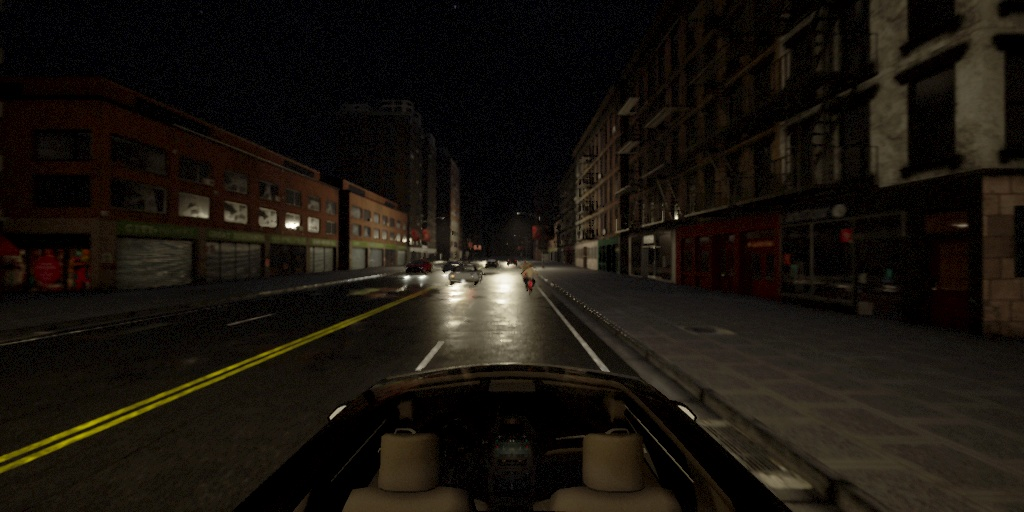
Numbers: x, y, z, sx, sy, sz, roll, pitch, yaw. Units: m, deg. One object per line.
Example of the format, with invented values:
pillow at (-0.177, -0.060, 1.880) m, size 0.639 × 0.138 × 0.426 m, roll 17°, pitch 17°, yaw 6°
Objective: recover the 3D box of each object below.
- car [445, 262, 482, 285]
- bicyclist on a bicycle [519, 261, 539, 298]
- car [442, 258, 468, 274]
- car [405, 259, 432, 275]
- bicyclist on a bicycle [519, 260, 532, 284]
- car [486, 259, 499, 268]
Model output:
car at (-3.149, 1.296, 25.265) m, size 1.895 × 1.301 × 4.718 m, roll 0°, pitch 0°, yaw 0°
bicyclist on a bicycle at (0.862, 1.153, 17.118) m, size 0.866 × 1.612 × 1.509 m, roll 0°, pitch 0°, yaw 0°
car at (-6.590, 1.200, 40.592) m, size 2.033 × 1.411 × 5.357 m, roll 0°, pitch 0°, yaw 0°
car at (-9.844, 1.137, 38.182) m, size 1.882 × 1.535 × 5.008 m, roll 0°, pitch 0°, yaw 0°
bicyclist on a bicycle at (0.917, 1.132, 25.393) m, size 0.866 × 1.612 × 1.509 m, roll 0°, pitch 0°, yaw 0°
car at (-3.154, 1.147, 57.128) m, size 2.033 × 1.411 × 5.357 m, roll 0°, pitch 0°, yaw 0°
